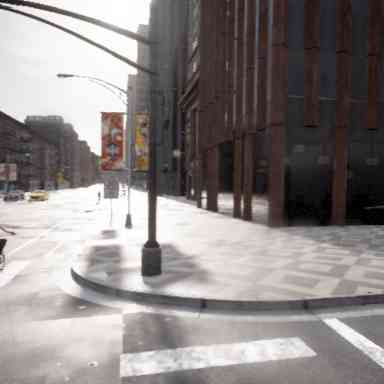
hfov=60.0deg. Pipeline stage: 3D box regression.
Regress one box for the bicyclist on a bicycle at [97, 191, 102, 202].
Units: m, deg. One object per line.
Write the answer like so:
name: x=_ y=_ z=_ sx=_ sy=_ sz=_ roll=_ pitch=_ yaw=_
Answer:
bicyclist on a bicycle: x=-11.881 y=0.654 z=42.737 sx=0.582 sy=1.620 sz=1.656 roll=0 pitch=1 yaw=-12

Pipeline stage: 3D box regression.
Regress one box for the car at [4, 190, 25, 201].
car: x=-25.049 y=0.486 z=47.140 sx=1.837 sy=1.490 sz=4.892 roll=0 pitch=1 yaw=-12

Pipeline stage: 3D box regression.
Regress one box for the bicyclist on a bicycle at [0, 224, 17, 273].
bicyclist on a bicycle: x=-4.736 y=1.256 z=7.983 sx=0.866 sy=1.612 sz=1.509 roll=0 pitch=1 yaw=-11

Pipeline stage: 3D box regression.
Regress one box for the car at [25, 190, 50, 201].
car: x=-21.867 y=0.484 z=47.800 sx=1.882 sy=1.535 sz=5.008 roll=0 pitch=1 yaw=-12
